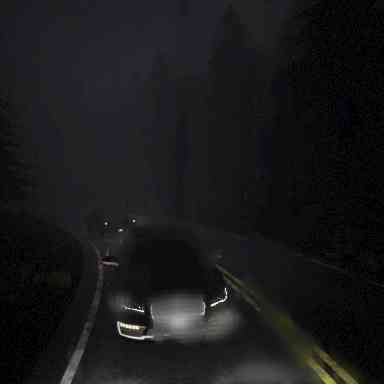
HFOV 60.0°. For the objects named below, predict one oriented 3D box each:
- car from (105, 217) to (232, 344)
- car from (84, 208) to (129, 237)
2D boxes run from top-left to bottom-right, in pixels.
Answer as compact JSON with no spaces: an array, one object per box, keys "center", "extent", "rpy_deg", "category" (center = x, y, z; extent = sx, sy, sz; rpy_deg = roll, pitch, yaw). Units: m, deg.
[{"center":[-0.647,1.495,6.821],"extent":[1.837,1.490,4.892],"rpy_deg":[-1,0,-11],"category":"car"},{"center":[-4.639,1.612,18.561],"extent":[1.895,1.301,4.718],"rpy_deg":[-3,1,-29],"category":"car"}]
